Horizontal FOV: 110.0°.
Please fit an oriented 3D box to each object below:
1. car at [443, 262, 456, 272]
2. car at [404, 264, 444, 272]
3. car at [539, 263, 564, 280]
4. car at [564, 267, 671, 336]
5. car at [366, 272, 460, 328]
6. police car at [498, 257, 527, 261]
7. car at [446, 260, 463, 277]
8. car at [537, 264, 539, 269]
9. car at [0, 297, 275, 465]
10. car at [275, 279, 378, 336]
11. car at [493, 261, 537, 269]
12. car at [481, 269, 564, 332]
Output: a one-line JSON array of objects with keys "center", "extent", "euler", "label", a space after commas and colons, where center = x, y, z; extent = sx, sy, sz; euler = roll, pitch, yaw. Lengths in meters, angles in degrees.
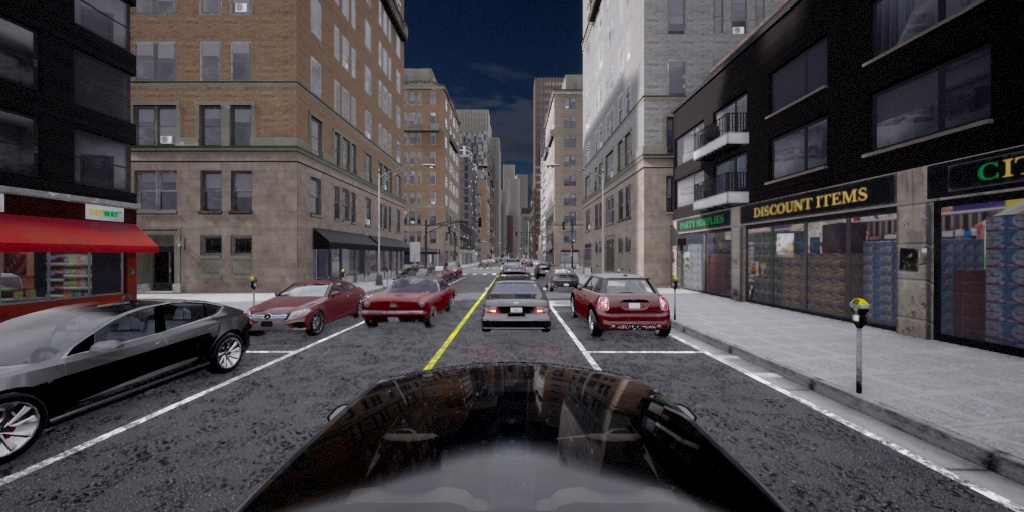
[{"center": [-5.604, 1.333, 26.864], "extent": [1.802, 1.307, 4.207], "euler": [0, 0, 0], "label": "car"}, {"center": [-5.618, 1.316, 21.363], "extent": [1.948, 1.339, 4.313], "euler": [0, 0, 0], "label": "car"}, {"center": [2.907, 1.301, 21.340], "extent": [2.007, 1.370, 4.403], "euler": [0, 0, 0], "label": "car"}, {"center": [2.878, 1.189, 10.337], "extent": [1.967, 1.591, 4.097], "euler": [0, 0, 0], "label": "car"}, {"center": [-3.076, 1.350, 11.532], "extent": [1.895, 1.301, 4.718], "euler": [0, 0, 0], "label": "car"}, {"center": [0.076, 1.177, 31.353], "extent": [1.930, 1.638, 5.238], "euler": [0, 0, 0], "label": "police car"}, {"center": [-5.588, 1.192, 32.366], "extent": [1.967, 1.591, 4.097], "euler": [0, 0, 0], "label": "car"}, {"center": [2.937, 1.318, 32.342], "extent": [1.948, 1.339, 4.313], "euler": [0, 0, 0], "label": "car"}, {"center": [-5.663, 1.315, 4.859], "extent": [1.948, 1.339, 4.313], "euler": [0, 0, 0], "label": "car"}, {"center": [-5.648, 1.331, 10.361], "extent": [1.802, 1.307, 4.207], "euler": [0, 0, 0], "label": "car"}, {"center": [0.149, 1.242, 21.334], "extent": [2.128, 1.511, 4.902], "euler": [0, 0, 0], "label": "car"}, {"center": [0.119, 1.297, 10.811], "extent": [2.033, 1.411, 5.357], "euler": [0, 0, 0], "label": "car"}]
